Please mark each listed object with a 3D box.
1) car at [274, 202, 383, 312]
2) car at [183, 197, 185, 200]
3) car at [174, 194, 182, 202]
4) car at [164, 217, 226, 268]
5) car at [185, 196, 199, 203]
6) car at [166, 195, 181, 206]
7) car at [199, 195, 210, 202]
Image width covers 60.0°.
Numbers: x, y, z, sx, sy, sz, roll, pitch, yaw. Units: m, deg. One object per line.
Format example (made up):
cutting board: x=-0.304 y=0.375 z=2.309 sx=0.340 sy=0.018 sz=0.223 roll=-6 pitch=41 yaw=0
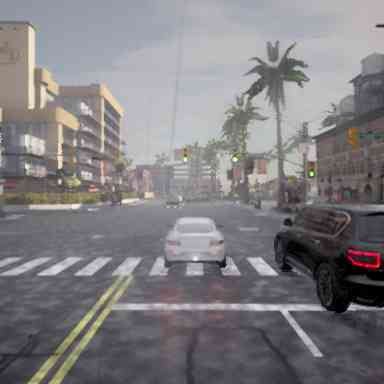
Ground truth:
car: x=3.594 y=1.248 z=7.875 sx=2.150 sy=2.045 sz=5.566 roll=0 pitch=0 yaw=0
car: x=-3.502 y=1.460 z=80.060 sx=2.150 sy=2.045 sz=5.566 roll=0 pitch=0 yaw=0
car: x=-3.501 y=1.744 z=69.690 sx=2.033 sy=1.411 sz=5.357 roll=0 pitch=0 yaw=0
car: x=0.097 y=1.559 z=11.336 sx=1.812 sy=1.442 sz=4.674 roll=0 pitch=0 yaw=0
car: x=-0.001 y=1.757 z=79.170 sx=2.128 sy=1.511 sz=4.902 roll=0 pitch=0 yaw=0
car: x=-3.501 y=1.738 z=59.512 sx=1.994 sy=1.385 sz=4.181 roll=0 pitch=0 yaw=0
car: x=3.357 y=1.610 z=86.901 sx=2.097 sy=1.767 sz=4.553 roll=0 pitch=0 yaw=-4
